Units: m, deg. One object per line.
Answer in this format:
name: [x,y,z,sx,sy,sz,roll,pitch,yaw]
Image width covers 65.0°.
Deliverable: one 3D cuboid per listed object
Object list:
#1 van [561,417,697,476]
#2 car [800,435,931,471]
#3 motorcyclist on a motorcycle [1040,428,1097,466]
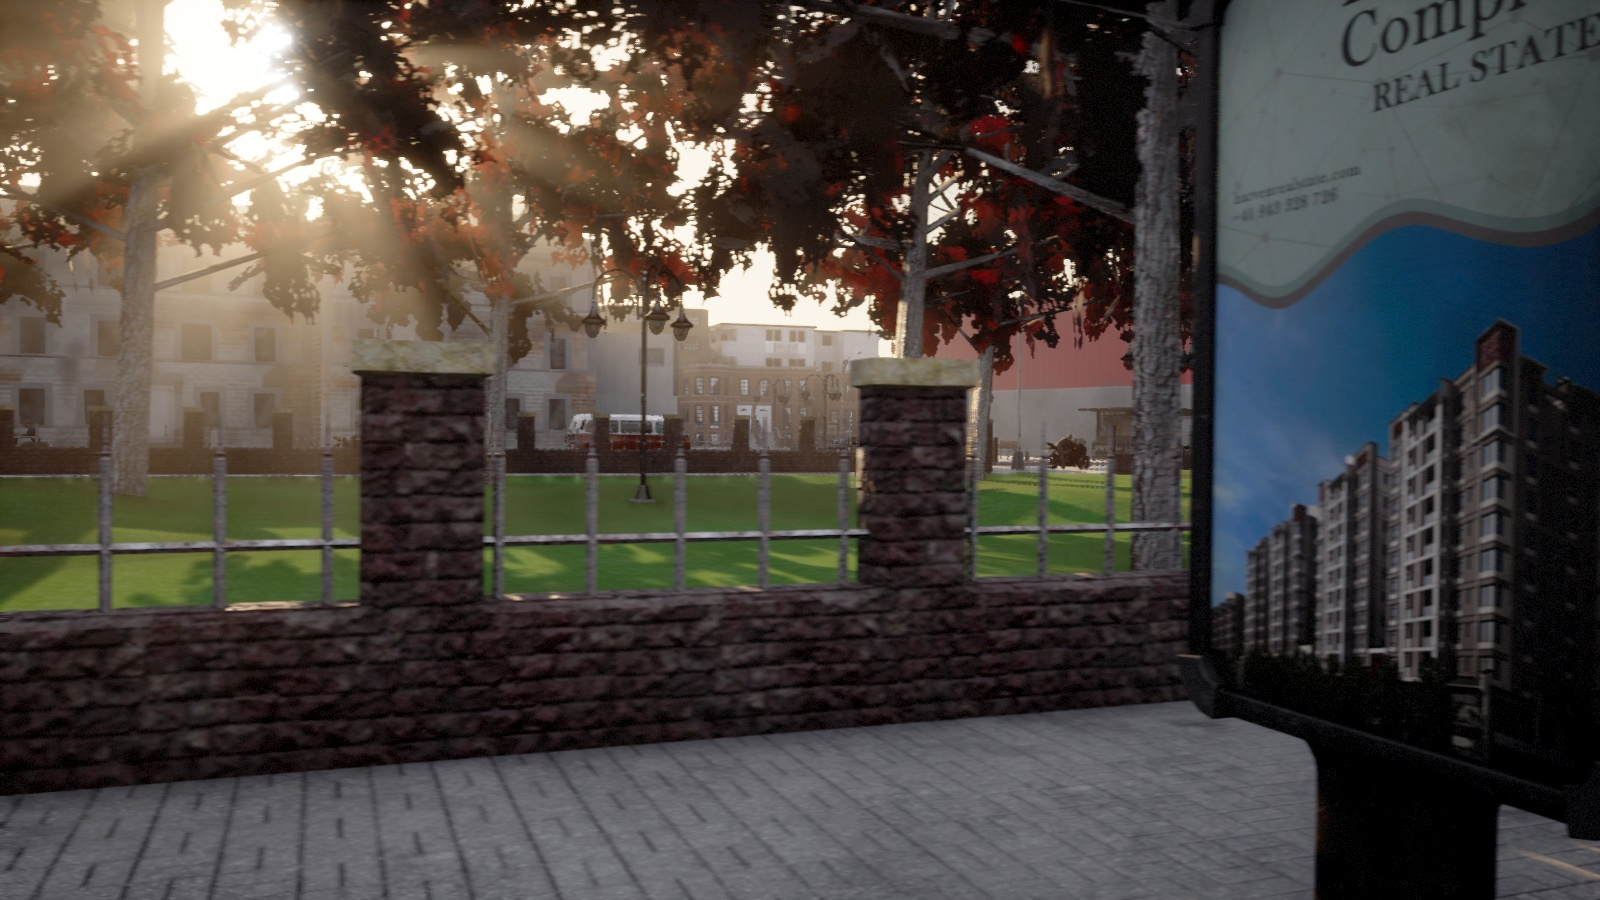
van: [-6.212,-0.152,45.572,4.480,2.038,2.069,-1,1,-21]
car: [2.551,0.075,48.912,4.718,1.301,1.895,-1,1,-21]
motorcyclist on a motorcycle: [11.140,-0.136,52.173,2.191,1.530,0.866,-1,1,-21]
